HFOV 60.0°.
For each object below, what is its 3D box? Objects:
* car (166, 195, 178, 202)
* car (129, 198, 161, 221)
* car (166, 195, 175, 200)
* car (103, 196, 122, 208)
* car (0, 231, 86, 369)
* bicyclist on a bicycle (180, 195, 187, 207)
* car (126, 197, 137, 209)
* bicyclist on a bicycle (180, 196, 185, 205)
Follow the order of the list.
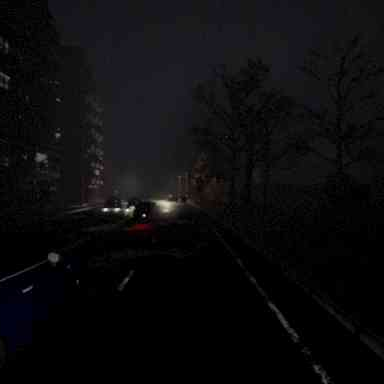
[{"bbox_3d":[-4.258,1.580,76.634,2.128,1.511,4.902,0,0,-6],"label":"car"},{"bbox_3d":[-3.742,1.534,27.781,1.837,1.490,4.892,0,0,-2],"label":"car"},{"bbox_3d":[-5.833,1.457,90.008,2.033,1.411,5.357,0,0,-8],"label":"car"},{"bbox_3d":[-11.588,1.400,48.660,2.097,1.767,4.553,0,0,-4],"label":"car"},{"bbox_3d":[-3.188,1.358,4.966,2.097,1.767,4.553,0,0,-1],"label":"car"},{"bbox_3d":[-1.024,1.415,51.241,0.659,1.776,1.843,0,0,-4],"label":"bicyclist on a bicycle"},{"bbox_3d":[-8.245,1.524,47.421,1.882,1.535,5.008,0,0,-4],"label":"car"},{"bbox_3d":[-1.795,1.487,60.934,0.866,1.612,1.509,0,0,-5],"label":"bicyclist on a bicycle"}]
